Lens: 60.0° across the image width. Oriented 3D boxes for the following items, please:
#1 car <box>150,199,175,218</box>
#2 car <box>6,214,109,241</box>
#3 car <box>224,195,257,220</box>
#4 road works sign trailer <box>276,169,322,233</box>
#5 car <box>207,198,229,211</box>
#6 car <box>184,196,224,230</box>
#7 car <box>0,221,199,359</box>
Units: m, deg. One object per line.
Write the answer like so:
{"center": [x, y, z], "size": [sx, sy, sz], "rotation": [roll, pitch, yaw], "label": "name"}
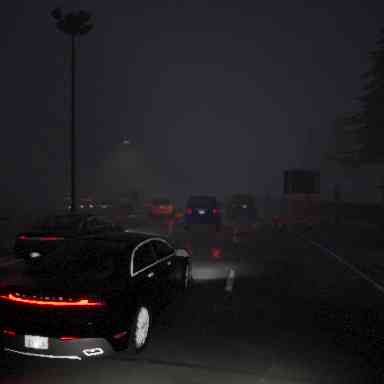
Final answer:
{"center": [-2.705, 1.390, 31.257], "size": [2.097, 1.767, 4.553], "rotation": [0, 0, -1], "label": "car"}
{"center": [-3.887, 1.508, 11.495], "size": [2.128, 1.511, 4.902], "rotation": [0, 0, 10], "label": "car"}
{"center": [4.211, 1.254, 28.966], "size": [2.150, 2.045, 5.566], "rotation": [0, 0, 1], "label": "car"}
{"center": [6.525, 0.483, 19.277], "size": [2.380, 3.560, 2.880], "rotation": [0, 0, -15], "label": "road works sign trailer"}
{"center": [3.242, 1.525, 42.920], "size": [1.882, 1.535, 5.008], "rotation": [0, 0, -7], "label": "car"}
{"center": [0.712, 1.248, 21.525], "size": [2.150, 2.045, 5.566], "rotation": [0, 0, 3], "label": "car"}
{"center": [-1.292, 1.510, 6.207], "size": [1.837, 1.490, 4.892], "rotation": [0, -1, 12], "label": "car"}
